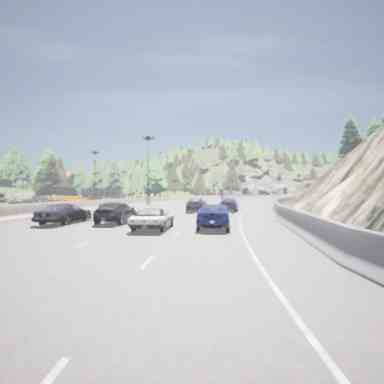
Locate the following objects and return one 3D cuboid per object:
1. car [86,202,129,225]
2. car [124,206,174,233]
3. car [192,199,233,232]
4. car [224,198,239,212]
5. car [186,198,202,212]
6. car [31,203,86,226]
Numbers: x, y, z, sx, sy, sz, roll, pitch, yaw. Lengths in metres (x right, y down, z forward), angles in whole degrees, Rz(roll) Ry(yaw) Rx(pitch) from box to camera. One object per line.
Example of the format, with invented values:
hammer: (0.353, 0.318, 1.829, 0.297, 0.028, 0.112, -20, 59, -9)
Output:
car: (-5.303, 1.460, 23.344, 1.837, 1.490, 4.892, 0, 0, 7)
car: (-2.249, 1.567, 19.601, 1.895, 1.301, 4.718, 0, 0, 6)
car: (1.351, 1.449, 20.178, 1.882, 1.535, 5.008, 0, 0, 6)
car: (4.262, 1.427, 37.833, 1.882, 1.535, 5.008, 0, 0, 12)
car: (0.585, 1.435, 37.332, 2.128, 1.511, 4.902, 0, 0, 12)
car: (-8.892, 1.497, 23.127, 2.033, 1.411, 5.357, 0, 0, 7)
